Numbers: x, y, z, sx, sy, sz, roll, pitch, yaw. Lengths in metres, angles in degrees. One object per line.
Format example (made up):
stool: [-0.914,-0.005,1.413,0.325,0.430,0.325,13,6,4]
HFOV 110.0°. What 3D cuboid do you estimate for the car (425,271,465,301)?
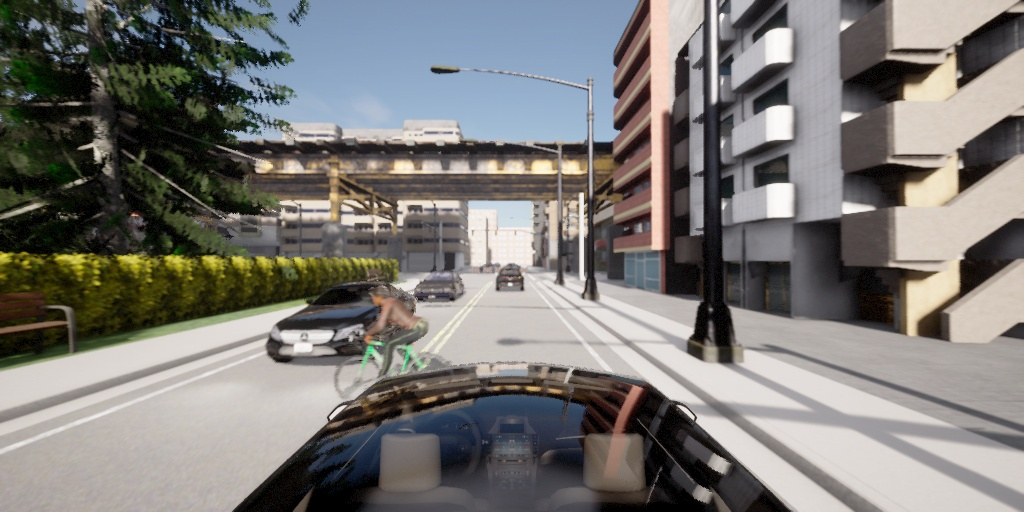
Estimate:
car: [-3.674,1.511,19.118,2.033,1.411,5.357,0,-1,0]

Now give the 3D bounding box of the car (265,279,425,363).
car: [-3.625,1.360,8.540,1.812,1.442,4.674,0,-1,0]

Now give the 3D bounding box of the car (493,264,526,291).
car: [-0.126,1.533,24.449,1.837,1.490,4.892,0,-1,0]

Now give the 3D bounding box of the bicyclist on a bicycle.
bicyclist on a bicycle: [-1.656,1.243,4.968,1.656,1.620,0.582,-2,-1,0]
